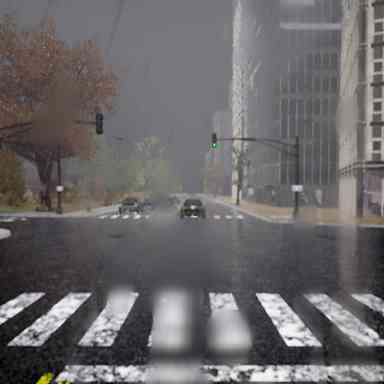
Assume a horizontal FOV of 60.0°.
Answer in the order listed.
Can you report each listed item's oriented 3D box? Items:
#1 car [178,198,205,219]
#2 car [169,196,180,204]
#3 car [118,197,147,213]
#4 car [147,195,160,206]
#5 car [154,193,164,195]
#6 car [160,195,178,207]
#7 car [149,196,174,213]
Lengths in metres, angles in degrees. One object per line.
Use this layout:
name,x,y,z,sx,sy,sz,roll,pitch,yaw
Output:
car,0.070,1.353,29.382,2.097,1.767,4.553,0,0,0
car,-3.340,1.558,64.728,1.812,1.442,4.674,0,0,0
car,-6.627,1.357,36.457,2.097,1.767,4.553,0,0,0
car,-6.612,1.566,51.188,2.033,1.411,5.357,0,0,0
car,-6.581,1.258,65.833,2.150,2.045,5.566,0,0,0
car,-3.379,1.520,47.980,1.837,1.490,4.892,0,0,0
car,-3.374,1.531,37.647,1.812,1.442,4.674,0,0,0
